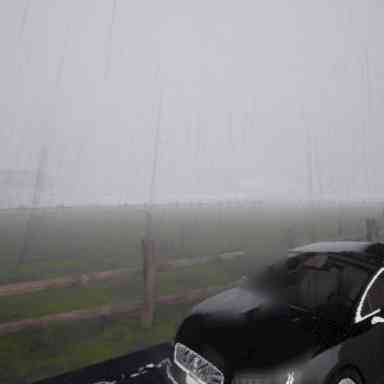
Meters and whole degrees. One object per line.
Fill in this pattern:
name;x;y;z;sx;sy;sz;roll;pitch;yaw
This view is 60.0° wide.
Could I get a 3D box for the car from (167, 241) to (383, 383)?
car;1.985;1.504;4.465;4.892;1.490;1.837;0;0;-35
